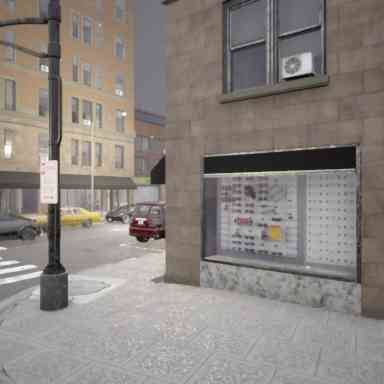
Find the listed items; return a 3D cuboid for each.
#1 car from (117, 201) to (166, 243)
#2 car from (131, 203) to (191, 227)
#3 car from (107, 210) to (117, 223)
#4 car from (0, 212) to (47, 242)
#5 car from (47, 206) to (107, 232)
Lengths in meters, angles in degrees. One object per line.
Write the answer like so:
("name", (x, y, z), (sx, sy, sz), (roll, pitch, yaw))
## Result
("car", (-0.691, 1.305, 15.322), (2.192, 1.841, 5.009), (0, 0, 35))
("car", (-2.079, 1.543, 23.429), (1.994, 1.385, 4.181), (0, 0, 35))
("car", (-4.444, 1.547, 24.857), (1.947, 1.339, 4.313), (0, 0, 35))
("car", (-8.981, 1.567, 14.578), (1.994, 1.385, 4.181), (0, 0, 43))
("car", (-7.771, 1.519, 20.076), (1.752, 1.417, 4.829), (0, 0, 35))
